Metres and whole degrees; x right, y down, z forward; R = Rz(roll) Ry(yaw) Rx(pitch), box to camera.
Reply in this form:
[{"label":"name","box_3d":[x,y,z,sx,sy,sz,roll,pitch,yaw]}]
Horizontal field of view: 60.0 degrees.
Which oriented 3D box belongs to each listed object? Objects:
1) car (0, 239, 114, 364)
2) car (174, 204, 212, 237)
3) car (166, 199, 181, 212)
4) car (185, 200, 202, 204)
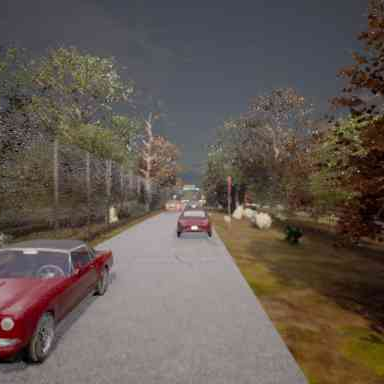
[{"label":"car","box_3d":[-2.846,1.614,5.971,1.895,1.301,4.718,0,0,0]},{"label":"car","box_3d":[0.127,1.626,18.777,1.812,1.442,4.674,0,0,0]},{"label":"car","box_3d":[-2.648,1.913,48.462,2.097,1.767,4.553,0,-1,1]},{"label":"car","box_3d":[0.230,1.783,40.796,2.097,1.767,4.553,0,-1,0]}]
